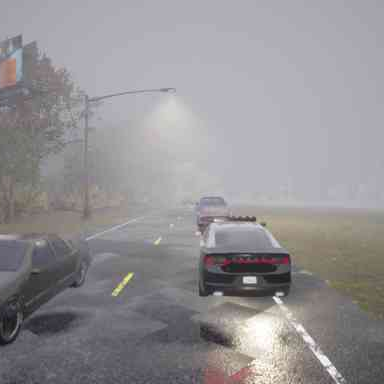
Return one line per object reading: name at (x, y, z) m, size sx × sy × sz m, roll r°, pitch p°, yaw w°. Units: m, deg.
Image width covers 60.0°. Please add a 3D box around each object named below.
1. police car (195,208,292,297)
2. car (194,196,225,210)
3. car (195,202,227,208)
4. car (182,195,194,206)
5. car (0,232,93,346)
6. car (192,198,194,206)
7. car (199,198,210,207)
police car at (1.107, 1.439, 8.764) m, size 1.930 × 1.638 × 5.238 m, roll 0°, pitch 0°, yaw 1°
car at (1.461, 1.306, 24.629) m, size 2.150 × 2.045 × 5.566 m, roll 0°, pitch 0°, yaw 2°
car at (1.290, 1.527, 18.619) m, size 1.882 × 1.535 × 5.008 m, roll 0°, pitch 0°, yaw 1°
car at (-0.698, 1.662, 65.549) m, size 2.150 × 2.045 × 5.566 m, roll 0°, pitch -1°, yaw 5°
car at (-3.552, 1.557, 6.608) m, size 2.033 × 1.411 × 5.357 m, roll 0°, pitch 0°, yaw 0°
car at (1.435, 1.784, 46.568) m, size 1.812 × 1.442 × 4.674 m, roll 0°, pitch -1°, yaw 4°
car at (2.256, 1.855, 59.380) m, size 1.882 × 1.535 × 5.008 m, roll 0°, pitch -1°, yaw 4°
